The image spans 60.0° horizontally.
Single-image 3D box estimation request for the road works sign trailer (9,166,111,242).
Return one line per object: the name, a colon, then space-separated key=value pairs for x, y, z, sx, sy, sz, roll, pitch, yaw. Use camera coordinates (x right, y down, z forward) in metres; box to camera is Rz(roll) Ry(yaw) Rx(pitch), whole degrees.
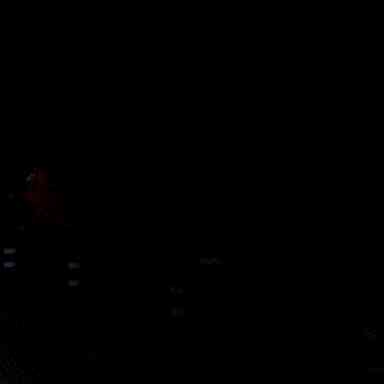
road works sign trailer: x=-4.897 y=0.814 z=12.145 sx=3.560 sy=2.880 sz=2.380 roll=3 pitch=-41 yaw=36
